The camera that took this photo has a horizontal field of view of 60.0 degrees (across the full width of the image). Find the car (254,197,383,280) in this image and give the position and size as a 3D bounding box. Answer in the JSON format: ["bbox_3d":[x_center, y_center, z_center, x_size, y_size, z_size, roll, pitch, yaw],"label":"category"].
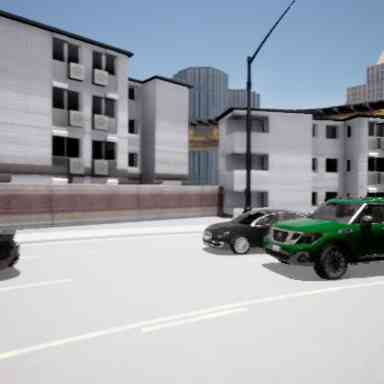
[{"bbox_3d":[4.908,1.175,9.777,5.566,2.045,2.150,0,0,-17],"label":"car"}]

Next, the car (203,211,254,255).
[{"bbox_3d":[2.812,1.425,12.729,4.892,1.490,1.837,0,0,-19],"label":"car"}]

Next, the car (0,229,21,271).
[{"bbox_3d":[-6.673,1.414,7.628,4.892,1.490,1.837,0,1,-35],"label":"car"}]
